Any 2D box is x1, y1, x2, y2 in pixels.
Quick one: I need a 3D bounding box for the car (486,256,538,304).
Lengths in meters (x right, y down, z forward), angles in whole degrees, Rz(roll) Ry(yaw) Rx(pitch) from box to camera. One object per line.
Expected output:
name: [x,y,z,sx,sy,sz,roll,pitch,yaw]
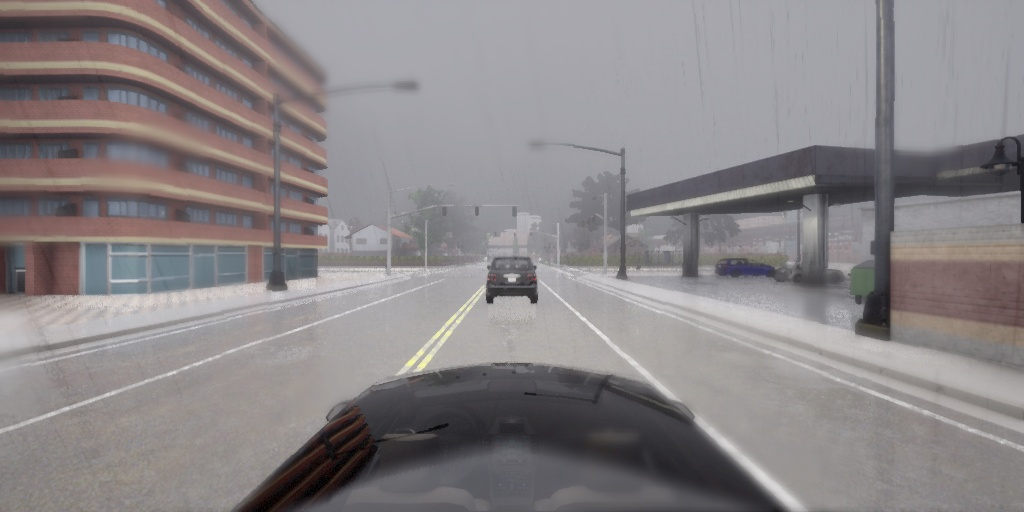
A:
car: [0.000,1.006,16.530,2.150,2.045,5.566,0,0,0]
